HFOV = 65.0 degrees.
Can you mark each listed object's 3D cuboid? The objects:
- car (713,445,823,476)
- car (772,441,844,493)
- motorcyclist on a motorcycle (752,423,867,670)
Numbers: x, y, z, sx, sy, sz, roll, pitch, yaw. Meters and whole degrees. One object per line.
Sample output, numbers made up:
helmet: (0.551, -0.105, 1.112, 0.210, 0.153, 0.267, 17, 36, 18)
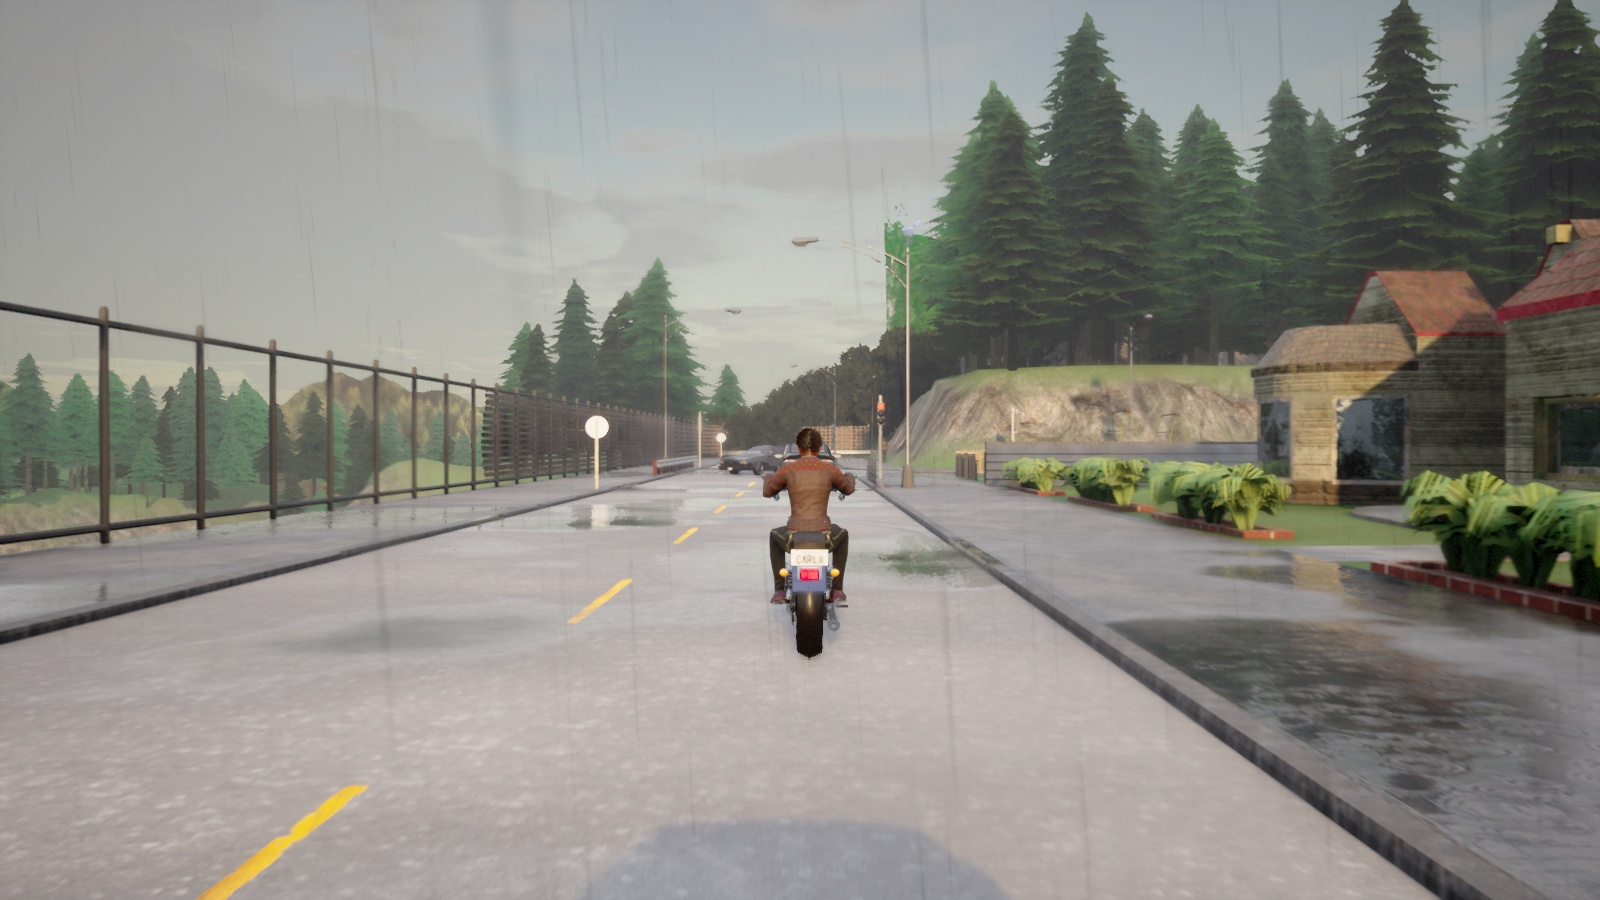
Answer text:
car: (-1.453, 0.460, 59.032, 2.033, 1.411, 5.357, 0, 0, 42)
car: (0.249, 0.482, 39.258, 2.128, 1.511, 4.902, 0, 0, 0)
motorcyclist on a motorcycle: (0.070, 0.643, 9.572, 0.766, 1.649, 2.350, 0, 0, 0)
